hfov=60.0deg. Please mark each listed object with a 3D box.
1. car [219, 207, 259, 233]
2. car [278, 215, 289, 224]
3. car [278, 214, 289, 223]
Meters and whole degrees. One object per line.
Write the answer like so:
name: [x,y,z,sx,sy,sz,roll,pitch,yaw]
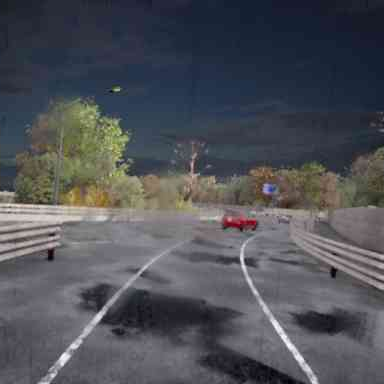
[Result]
car: [4.873,2.879,33.355,2.150,2.045,5.566,3,-2,31]
car: [17.476,5.292,63.342,1.812,1.442,4.674,4,-2,15]
car: [18.641,5.468,67.893,1.882,1.535,5.008,4,-2,12]
